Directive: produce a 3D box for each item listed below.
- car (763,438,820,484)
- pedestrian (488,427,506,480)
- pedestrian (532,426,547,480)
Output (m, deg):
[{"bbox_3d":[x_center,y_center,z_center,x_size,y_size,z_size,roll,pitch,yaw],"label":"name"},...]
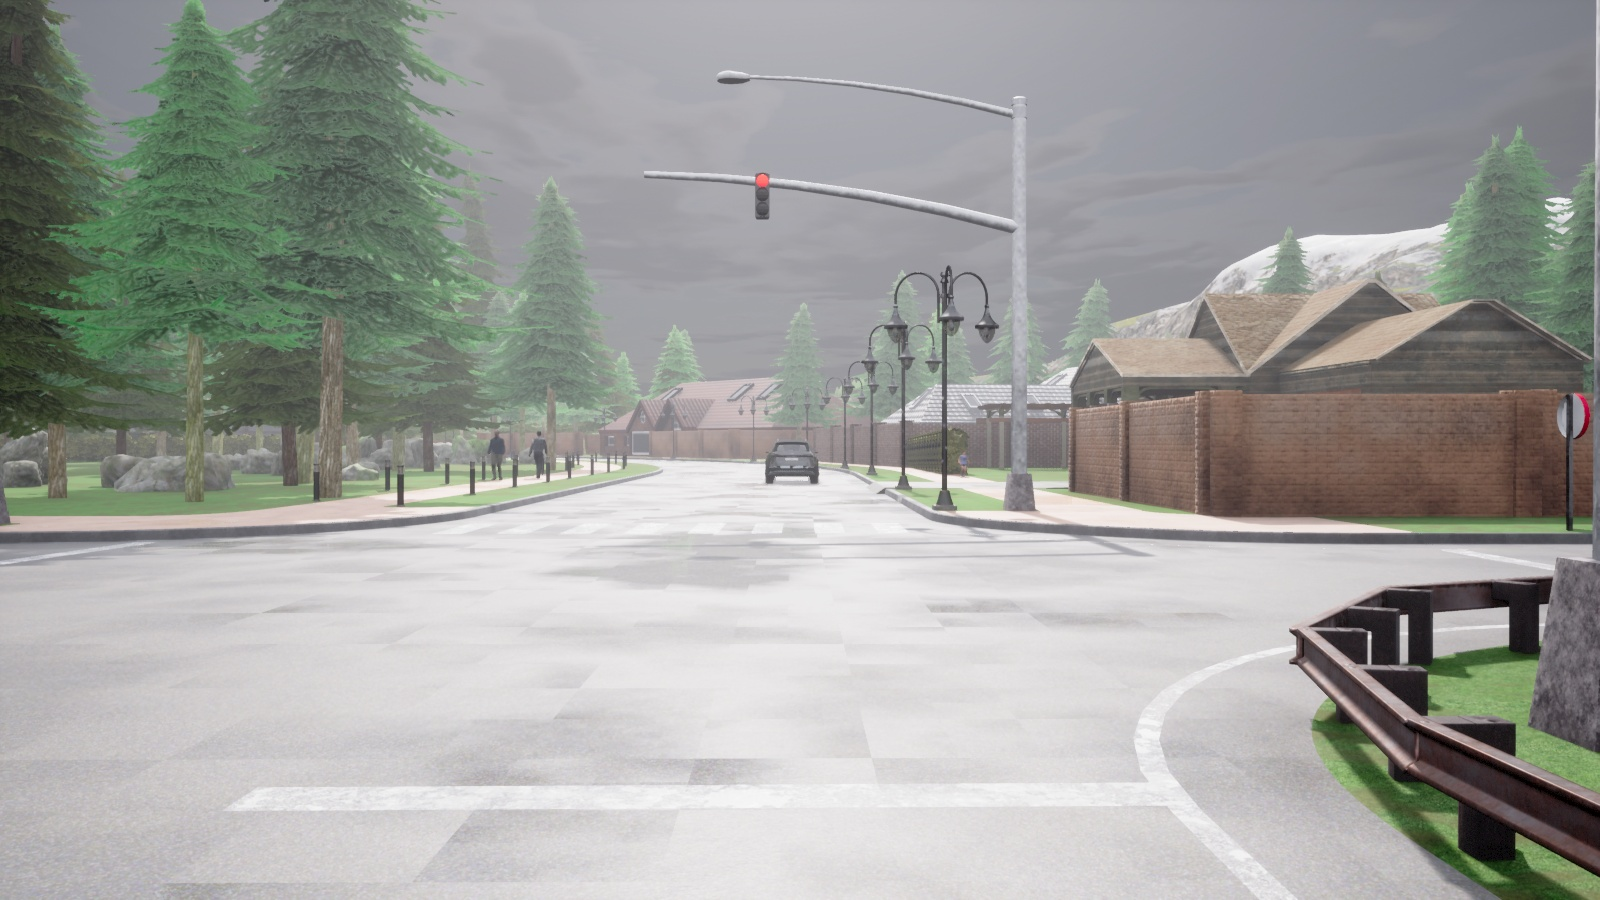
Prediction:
[{"bbox_3d":[-0.298,0.381,47.104,2.033,1.649,4.856,0,0,0],"label":"car"},{"bbox_3d":[-10.515,0.118,43.522,0.402,1.842,0.726,0,0,4],"label":"pedestrian"},{"bbox_3d":[-9.606,0.103,46.244,0.423,1.949,0.788,0,0,-3],"label":"pedestrian"}]
